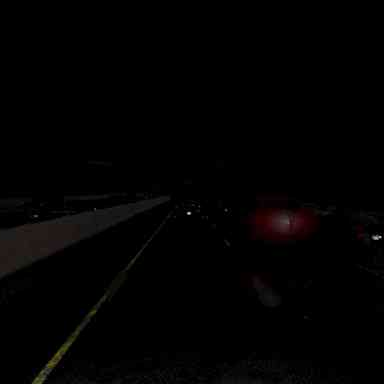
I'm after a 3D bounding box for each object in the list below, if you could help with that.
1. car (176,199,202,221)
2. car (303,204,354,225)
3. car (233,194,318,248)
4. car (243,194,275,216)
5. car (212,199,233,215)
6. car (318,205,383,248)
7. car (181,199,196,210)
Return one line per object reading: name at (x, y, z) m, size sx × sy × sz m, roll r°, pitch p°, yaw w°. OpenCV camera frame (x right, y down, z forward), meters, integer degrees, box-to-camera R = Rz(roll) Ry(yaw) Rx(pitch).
car at (-0.247, 1.559, 26.848) m, size 1.994 × 1.385 × 4.181 m, roll 0°, pitch 0°, yaw -1°
car at (10.272, 1.616, 25.434) m, size 1.895 × 1.301 × 4.718 m, roll 0°, pitch 0°, yaw -1°
car at (3.399, 1.225, 14.912) m, size 2.150 × 2.045 × 5.566 m, roll 0°, pitch 0°, yaw -1°
car at (6.669, 1.229, 33.826) m, size 2.150 × 2.045 × 5.566 m, roll 0°, pitch 0°, yaw -1°
car at (3.173, 1.493, 33.532) m, size 2.128 × 1.511 × 4.902 m, roll 0°, pitch 0°, yaw -1°
car at (6.899, 1.536, 14.834) m, size 1.812 × 1.442 × 4.674 m, roll 0°, pitch 0°, yaw -1°
car at (-0.439, 1.594, 42.965) m, size 1.895 × 1.301 × 4.718 m, roll 0°, pitch 0°, yaw 0°
